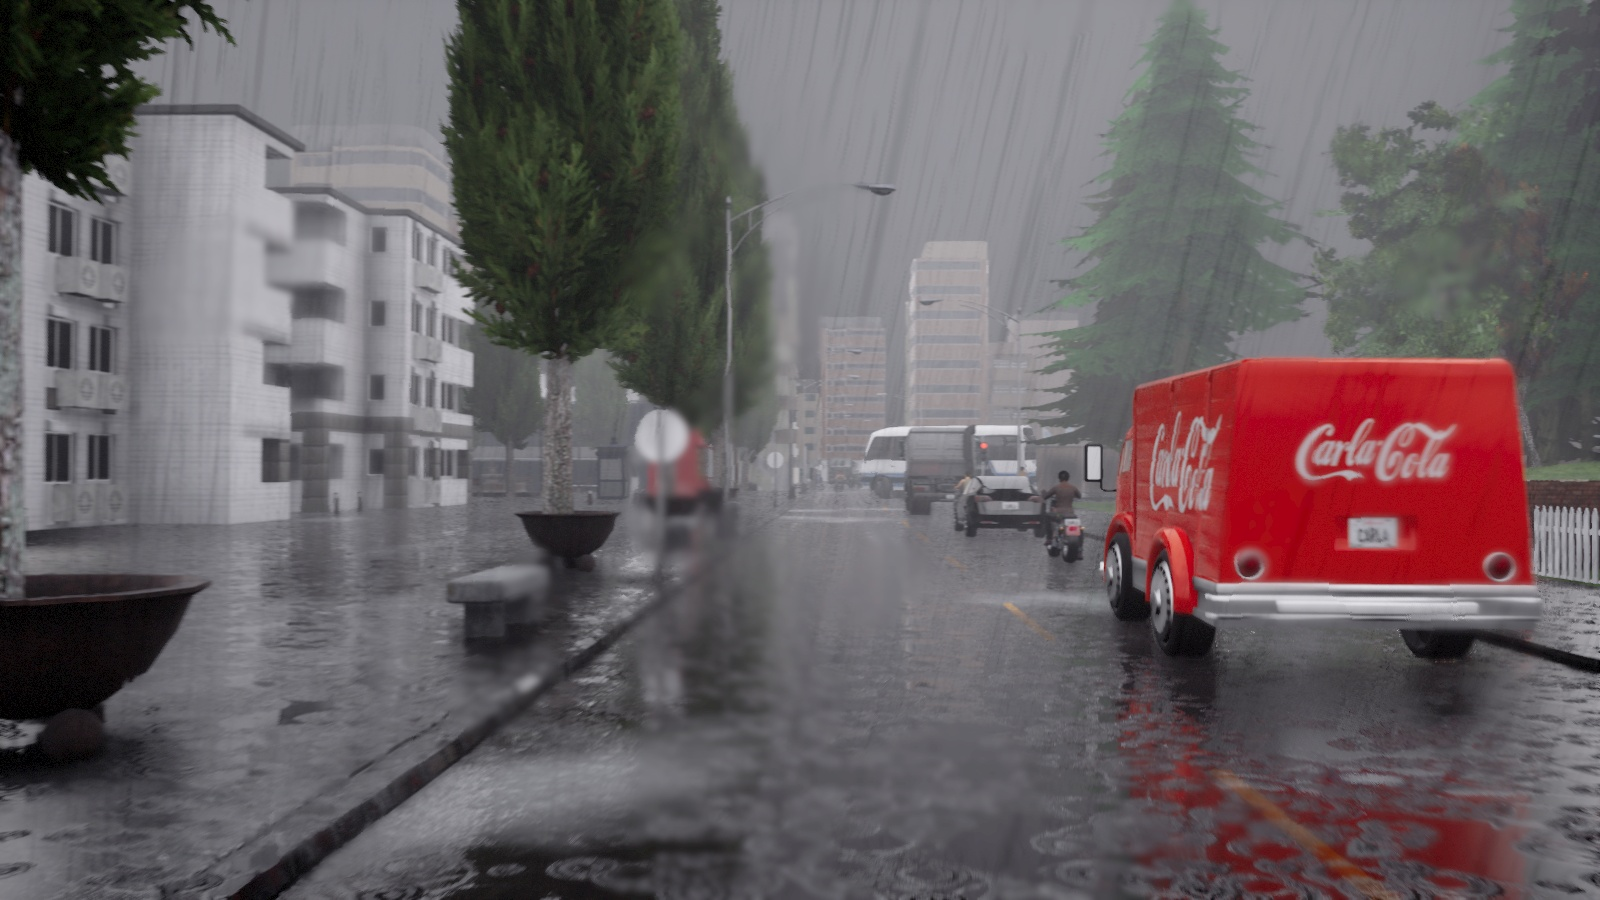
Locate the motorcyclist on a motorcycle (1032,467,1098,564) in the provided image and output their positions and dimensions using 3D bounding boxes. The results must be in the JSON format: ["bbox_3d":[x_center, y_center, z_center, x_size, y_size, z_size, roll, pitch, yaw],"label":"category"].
[{"bbox_3d":[4.757,1.141,22.676,0.766,1.649,2.350,0,-1,2],"label":"motorcyclist on a motorcycle"}]

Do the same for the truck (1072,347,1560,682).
[{"bbox_3d":[4.378,0.521,11.917,2.627,2.467,5.204,0,-1,2],"label":"truck"}]

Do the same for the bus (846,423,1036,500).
[{"bbox_3d":[8.227,0.676,73.559,10.273,4.253,3.944,-1,0,24],"label":"bus"}]

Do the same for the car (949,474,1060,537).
[{"bbox_3d":[5.077,1.347,31.837,2.163,1.488,4.792,0,-1,2],"label":"car"}]

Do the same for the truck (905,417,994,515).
[{"bbox_3d":[5.618,0.647,48.427,2.891,3.462,7.936,0,-1,3],"label":"truck"}]
